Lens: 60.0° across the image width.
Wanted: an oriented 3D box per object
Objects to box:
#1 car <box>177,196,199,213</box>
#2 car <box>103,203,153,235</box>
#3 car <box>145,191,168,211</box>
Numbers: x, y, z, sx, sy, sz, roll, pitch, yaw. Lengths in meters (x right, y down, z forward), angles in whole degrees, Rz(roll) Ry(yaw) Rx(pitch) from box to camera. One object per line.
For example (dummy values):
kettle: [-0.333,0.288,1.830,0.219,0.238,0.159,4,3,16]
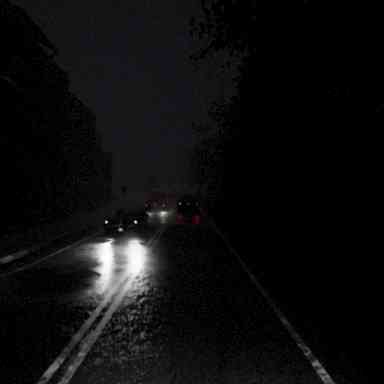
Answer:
car: [-0.404,1.136,33.589,2.097,1.767,4.553,0,1,-2]
car: [-3.521,1.536,18.508,1.895,1.301,4.718,0,0,-1]
car: [-3.926,0.948,37.590,2.150,2.045,5.566,0,1,-1]
